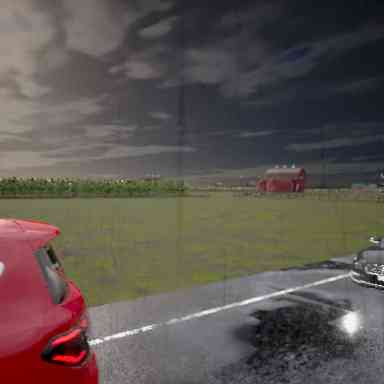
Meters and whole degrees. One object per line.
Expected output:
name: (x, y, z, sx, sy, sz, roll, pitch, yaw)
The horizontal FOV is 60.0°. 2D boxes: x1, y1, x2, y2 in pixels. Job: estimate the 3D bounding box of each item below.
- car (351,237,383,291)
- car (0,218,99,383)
car: (5.841, 1.517, 8.141, 4.892, 1.490, 1.837, 0, 0, -35)
car: (-3.312, 1.222, 1.626, 5.566, 2.045, 2.150, 0, 0, -35)
